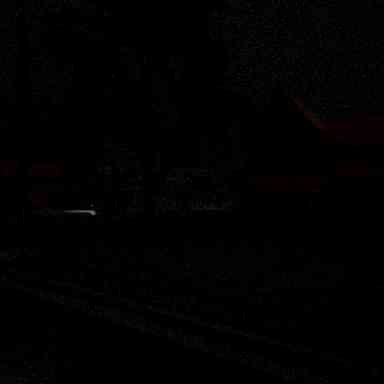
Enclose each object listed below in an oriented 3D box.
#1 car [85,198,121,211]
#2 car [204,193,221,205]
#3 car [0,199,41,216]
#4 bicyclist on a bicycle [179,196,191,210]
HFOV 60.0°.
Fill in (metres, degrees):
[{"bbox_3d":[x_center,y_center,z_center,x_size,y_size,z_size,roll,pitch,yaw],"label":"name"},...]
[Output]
[{"bbox_3d":[-11.112,1.503,41.733,1.837,1.490,4.892,0,0,35],"label":"car"},{"bbox_3d":[3.645,1.221,58.520,2.150,2.045,5.566,0,0,14],"label":"car"},{"bbox_3d":[-17.363,1.505,32.522,1.837,1.490,4.892,0,0,34],"label":"car"},{"bbox_3d":[-0.832,1.224,38.252,1.656,1.620,0.582,0,0,34],"label":"bicyclist on a bicycle"}]
